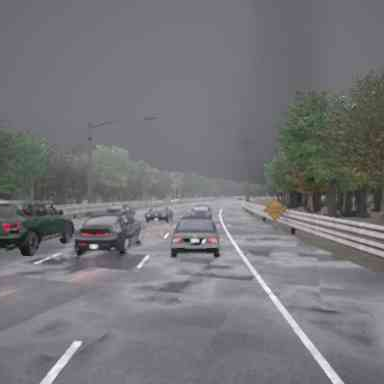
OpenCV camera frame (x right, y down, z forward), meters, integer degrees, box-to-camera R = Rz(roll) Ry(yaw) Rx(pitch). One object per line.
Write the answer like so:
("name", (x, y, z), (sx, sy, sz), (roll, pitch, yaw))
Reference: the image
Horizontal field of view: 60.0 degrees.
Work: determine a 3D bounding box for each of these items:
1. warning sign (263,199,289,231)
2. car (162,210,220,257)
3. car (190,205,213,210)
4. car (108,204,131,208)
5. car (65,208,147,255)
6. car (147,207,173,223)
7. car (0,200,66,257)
("warning sign", (4.917, 1.320, 19.603), (1.300, 1.860, 1.060), (0, -1, 2))
("car", (0.161, 1.683, 13.526), (2.033, 1.411, 5.357), (0, -1, 2))
("car", (0.814, 1.837, 28.616), (1.812, 1.442, 4.674), (0, -1, 4))
("car", (-6.179, 1.820, 28.946), (1.837, 1.490, 4.892), (0, 0, 4))
("car", (-3.325, 1.647, 13.934), (1.837, 1.490, 4.892), (0, 0, 2))
("car", (-2.700, 1.910, 28.557), (1.895, 1.301, 4.718), (0, -1, 3))
("car", (-6.836, 1.352, 13.745), (2.150, 2.045, 5.566), (0, 0, 2))
